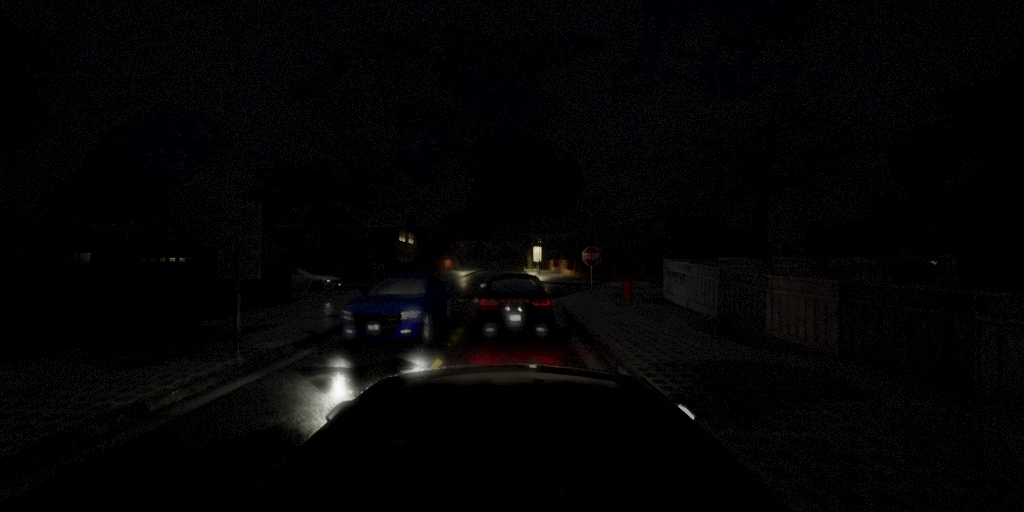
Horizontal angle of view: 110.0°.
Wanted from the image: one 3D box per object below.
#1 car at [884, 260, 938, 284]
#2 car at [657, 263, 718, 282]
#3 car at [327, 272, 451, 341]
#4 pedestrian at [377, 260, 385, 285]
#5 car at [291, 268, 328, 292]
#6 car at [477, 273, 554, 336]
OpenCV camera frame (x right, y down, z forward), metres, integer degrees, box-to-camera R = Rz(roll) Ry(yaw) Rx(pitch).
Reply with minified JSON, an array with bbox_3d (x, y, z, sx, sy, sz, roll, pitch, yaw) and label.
[{"bbox_3d":[25.010,1.018,23.331,4.892,1.490,1.837,0,-2,1],"label":"car"},{"bbox_3d":[12.139,1.149,23.476,5.008,1.535,1.882,-1,-2,1],"label":"car"},{"bbox_3d":[-2.951,1.240,10.084,1.882,1.535,5.008,0,0,-1],"label":"car"},{"bbox_3d":[-9.719,1.201,26.635,0.375,1.860,0.375,0,-1,1],"label":"pedestrian"},{"bbox_3d":[-12.304,1.410,20.776,4.674,1.442,1.812,-1,-2,1],"label":"car"},{"bbox_3d":[0.079,1.242,10.497,1.882,1.535,5.008,0,0,0],"label":"car"}]
